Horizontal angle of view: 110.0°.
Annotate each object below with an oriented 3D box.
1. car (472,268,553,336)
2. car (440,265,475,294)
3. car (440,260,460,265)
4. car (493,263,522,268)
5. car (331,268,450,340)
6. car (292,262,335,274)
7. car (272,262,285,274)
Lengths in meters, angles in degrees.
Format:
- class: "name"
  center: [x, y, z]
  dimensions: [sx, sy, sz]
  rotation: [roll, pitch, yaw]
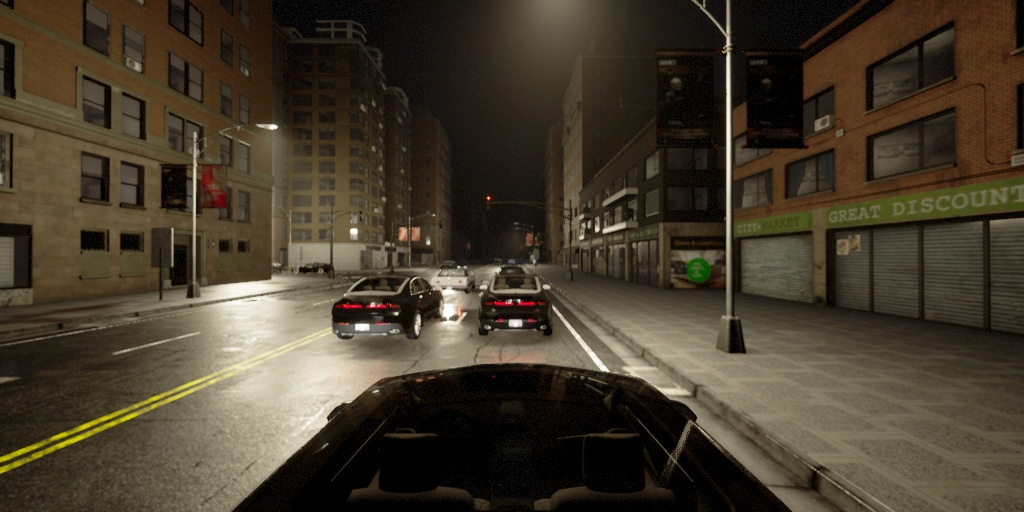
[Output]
- class: "car"
  center: [0.091, 1.257, 10.426]
  dimensions: [1.837, 1.490, 4.892]
  rotation: [0, 0, 0]
- class: "car"
  center: [-3.168, 1.357, 20.333]
  dimensions: [1.895, 1.301, 4.718]
  rotation: [0, 0, 0]
- class: "car"
  center: [-9.886, 1.328, 55.839]
  dimensions: [2.033, 1.411, 5.357]
  rotation: [0, 0, 0]
- class: "car"
  center: [-0.015, 1.281, 19.683]
  dimensions: [1.812, 1.442, 4.674]
  rotation: [0, 0, 0]
- class: "car"
  center: [-3.159, 1.257, 9.982]
  dimensions: [1.837, 1.490, 4.892]
  rotation: [0, 0, 0]
- class: "car"
  center: [-22.184, 1.353, 40.117]
  dimensions: [4.313, 1.339, 1.948]
  rotation: [0, 0, 0]
- class: "car"
  center: [-27.846, 1.338, 40.137]
  dimensions: [4.403, 1.370, 2.007]
  rotation: [0, 0, 0]
